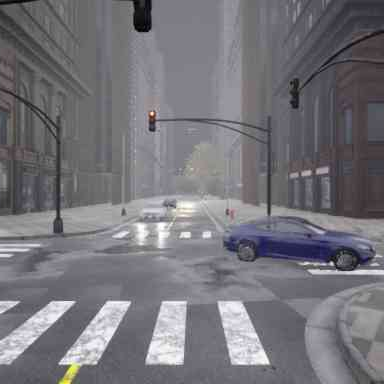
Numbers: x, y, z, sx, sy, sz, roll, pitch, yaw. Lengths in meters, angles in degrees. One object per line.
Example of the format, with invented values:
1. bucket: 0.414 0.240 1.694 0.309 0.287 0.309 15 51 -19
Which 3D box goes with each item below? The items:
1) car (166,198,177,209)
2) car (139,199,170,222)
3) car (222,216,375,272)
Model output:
1. car: -3.017 1.560 46.091 2.033 1.411 5.357 0 0 0
2. car: -3.056 1.525 26.624 1.812 1.442 4.674 0 0 0
3. car: 3.270 1.532 10.763 4.674 1.442 1.812 0 1 26
